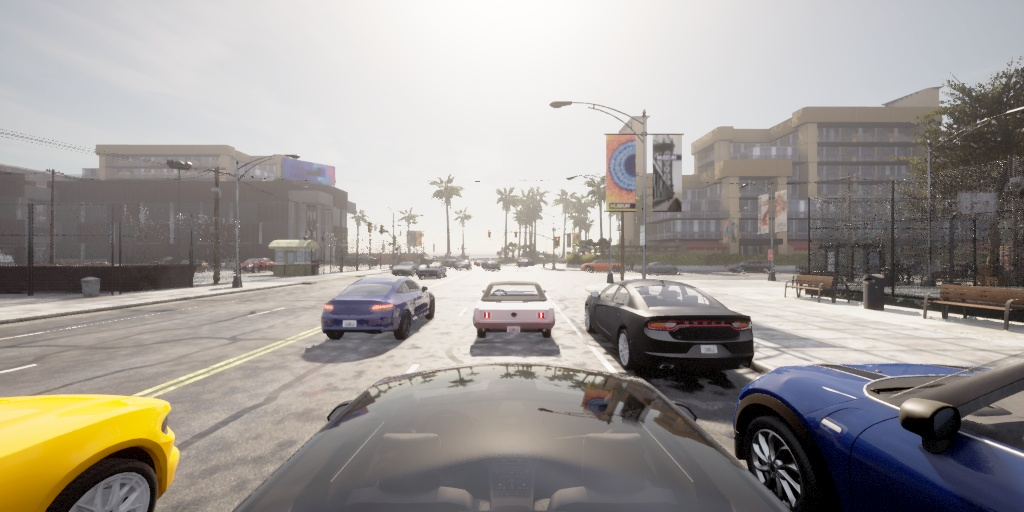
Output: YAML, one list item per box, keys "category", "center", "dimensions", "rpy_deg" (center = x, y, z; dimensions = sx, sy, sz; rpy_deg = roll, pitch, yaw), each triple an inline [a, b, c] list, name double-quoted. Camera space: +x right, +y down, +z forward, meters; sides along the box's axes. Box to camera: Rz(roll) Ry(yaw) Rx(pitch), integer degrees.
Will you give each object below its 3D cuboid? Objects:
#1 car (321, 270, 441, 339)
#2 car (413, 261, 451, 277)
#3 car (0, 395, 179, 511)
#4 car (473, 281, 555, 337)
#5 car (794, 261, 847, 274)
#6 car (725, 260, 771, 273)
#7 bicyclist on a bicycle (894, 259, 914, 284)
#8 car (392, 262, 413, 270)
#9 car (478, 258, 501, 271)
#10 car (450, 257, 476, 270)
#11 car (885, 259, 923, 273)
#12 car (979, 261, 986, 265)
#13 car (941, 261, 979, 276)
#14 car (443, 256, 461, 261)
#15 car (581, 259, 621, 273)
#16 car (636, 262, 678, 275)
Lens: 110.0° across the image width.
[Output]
- category: "car"
  center: [-3.441, 1.276, 9.938]
  dimensions: [1.812, 1.442, 4.674]
  rpy_deg: [0, 0, 0]
- category: "car"
  center: [-7.108, 1.351, 32.239]
  dimensions: [1.895, 1.301, 4.718]
  rpy_deg: [0, 0, 0]
- category: "car"
  center: [-3.402, 1.228, 0.582]
  dimensions: [1.882, 1.535, 5.008]
  rpy_deg: [0, 0, -1]
- category: "car"
  center: [0.061, 1.351, 10.233]
  dimensions: [1.895, 1.301, 4.718]
  rpy_deg: [0, 0, 0]
- category: "car"
  center: [33.281, 1.227, 38.597]
  dimensions: [5.008, 1.535, 1.882]
  rpy_deg: [0, 0, 0]
- category: "car"
  center: [27.703, 1.254, 42.056]
  dimensions: [4.892, 1.490, 1.837]
  rpy_deg: [0, 0, 0]
- category: "bicyclist on a bicycle"
  center: [26.068, 1.050, 24.063]
  dimensions: [0.582, 1.620, 1.656]
  rpy_deg: [0, 0, -1]
- category: "car"
  center: [-10.606, 1.297, 36.509]
  dimensions: [2.033, 1.411, 5.357]
  rpy_deg: [0, 0, 0]
- category: "car"
  center: [-2.962, 1.297, 50.705]
  dimensions: [2.033, 1.411, 5.357]
  rpy_deg: [0, 0, -15]
- category: "car"
  center: [-6.920, 1.242, 51.075]
  dimensions: [2.128, 1.511, 4.902]
  rpy_deg: [0, 0, 2]
- category: "car"
  center: [45.130, 1.154, 42.124]
  dimensions: [4.553, 1.767, 2.097]
  rpy_deg: [0, 0, -1]
- category: "car"
  center: [45.198, 1.241, 31.624]
  dimensions: [4.902, 1.511, 2.128]
  rpy_deg: [0, 0, -1]
- category: "car"
  center: [45.165, 1.241, 35.124]
  dimensions: [4.902, 1.511, 2.128]
  rpy_deg: [0, 0, -1]
- category: "car"
  center: [-9.835, 0.972, 59.434]
  dimensions: [2.150, 2.045, 5.566]
  rpy_deg: [0, 0, 9]
- category: "car"
  center: [10.510, 1.102, 42.513]
  dimensions: [4.553, 1.767, 2.097]
  rpy_deg: [0, 0, 9]
- category: "car"
  center: [15.490, 1.314, 38.477]
  dimensions: [4.181, 1.385, 1.994]
  rpy_deg: [0, 0, 0]
